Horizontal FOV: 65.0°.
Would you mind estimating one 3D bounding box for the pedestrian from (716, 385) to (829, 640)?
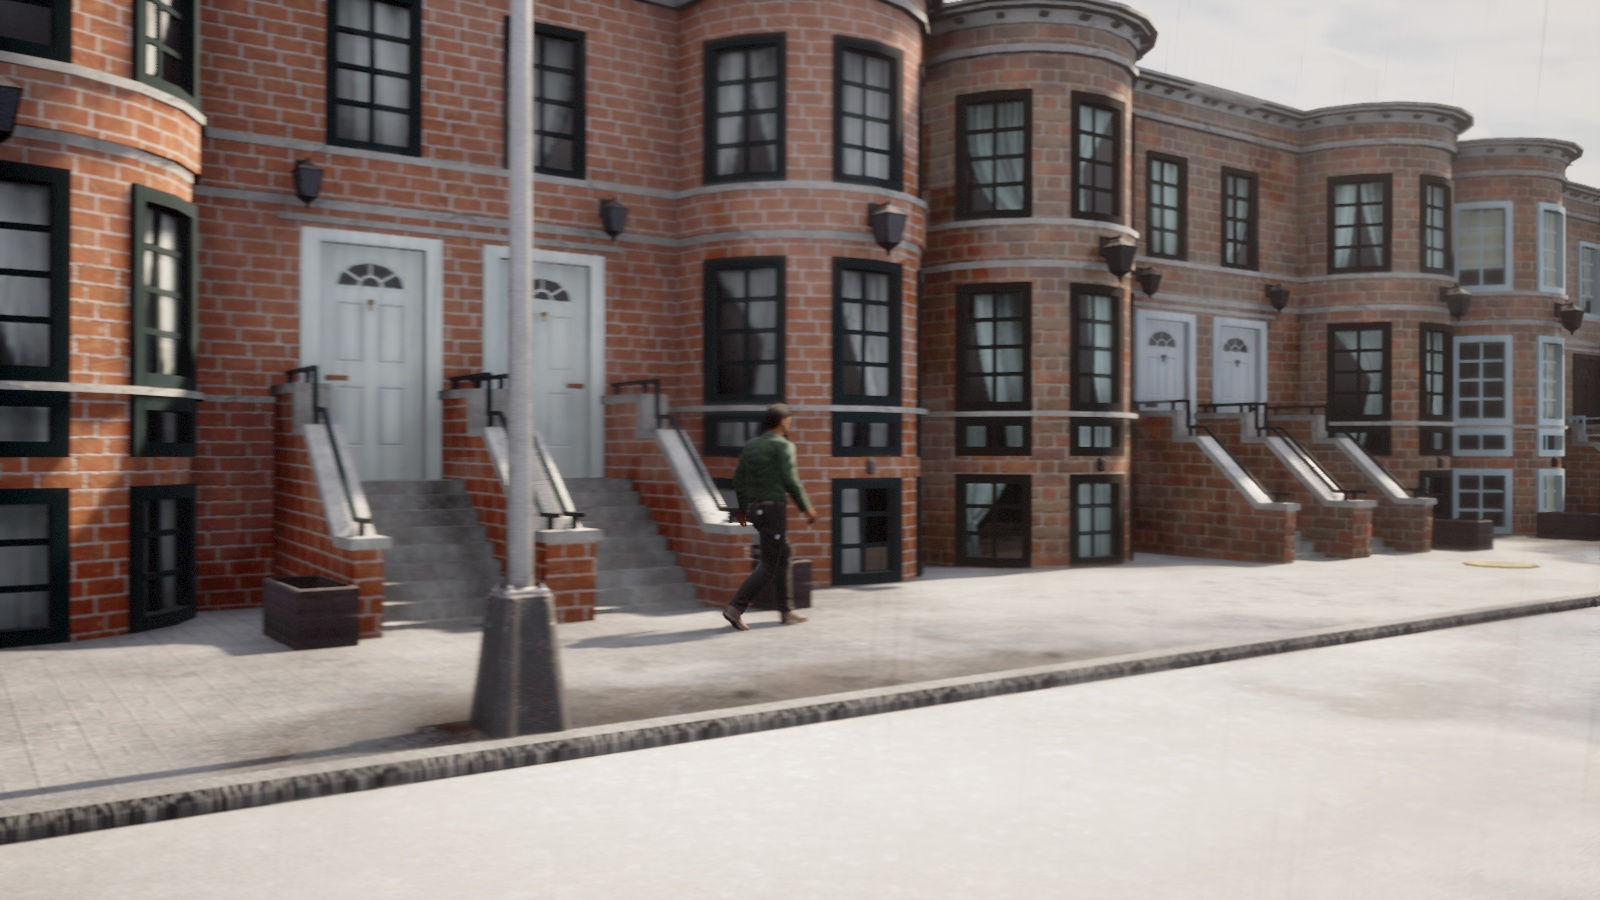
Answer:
[{"bbox_3d":[-0.217,0.478,9.992,0.788,1.949,0.423,0,0,-36],"label":"pedestrian"}]
